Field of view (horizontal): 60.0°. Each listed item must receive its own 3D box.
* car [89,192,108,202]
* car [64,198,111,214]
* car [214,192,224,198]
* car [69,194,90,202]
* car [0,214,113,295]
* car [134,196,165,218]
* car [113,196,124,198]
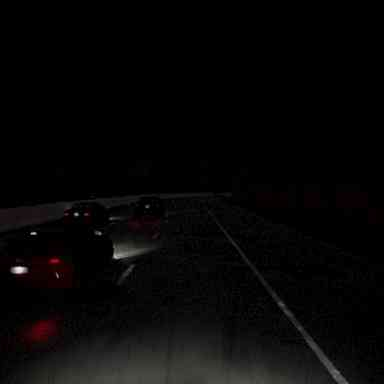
[{"bbox_3d":[-17.465,0.901,62.195,2.097,1.767,4.553,0,0,2],"label":"car"},{"bbox_3d":[-6.902,1.384,22.386,2.033,1.411,5.357,0,0,0],"label":"car"},{"bbox_3d":[7.552,0.784,92.626,1.801,1.575,5.366,0,0,22],"label":"car"},{"bbox_3d":[-20.995,1.094,62.360,2.033,1.411,5.357,0,0,2],"label":"car"},{"bbox_3d":[-3.404,1.501,8.585,1.994,1.385,4.181,0,0,0],"label":"car"},{"bbox_3d":[-3.401,1.152,27.472,2.097,1.767,4.553,0,0,0],"label":"car"},{"bbox_3d":[-13.996,1.099,61.773,2.033,1.411,5.357,0,0,2],"label":"car"}]
